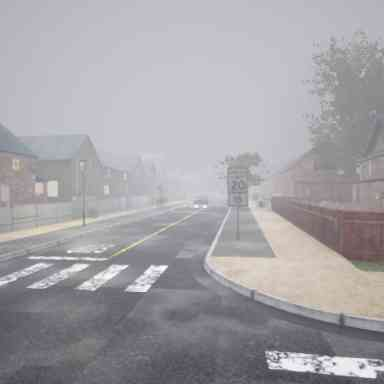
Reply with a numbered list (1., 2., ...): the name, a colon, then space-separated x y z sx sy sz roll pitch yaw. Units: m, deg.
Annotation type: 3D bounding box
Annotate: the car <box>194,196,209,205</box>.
1. car: 1.529 1.234 50.786 1.994 1.385 4.181 0 0 8
